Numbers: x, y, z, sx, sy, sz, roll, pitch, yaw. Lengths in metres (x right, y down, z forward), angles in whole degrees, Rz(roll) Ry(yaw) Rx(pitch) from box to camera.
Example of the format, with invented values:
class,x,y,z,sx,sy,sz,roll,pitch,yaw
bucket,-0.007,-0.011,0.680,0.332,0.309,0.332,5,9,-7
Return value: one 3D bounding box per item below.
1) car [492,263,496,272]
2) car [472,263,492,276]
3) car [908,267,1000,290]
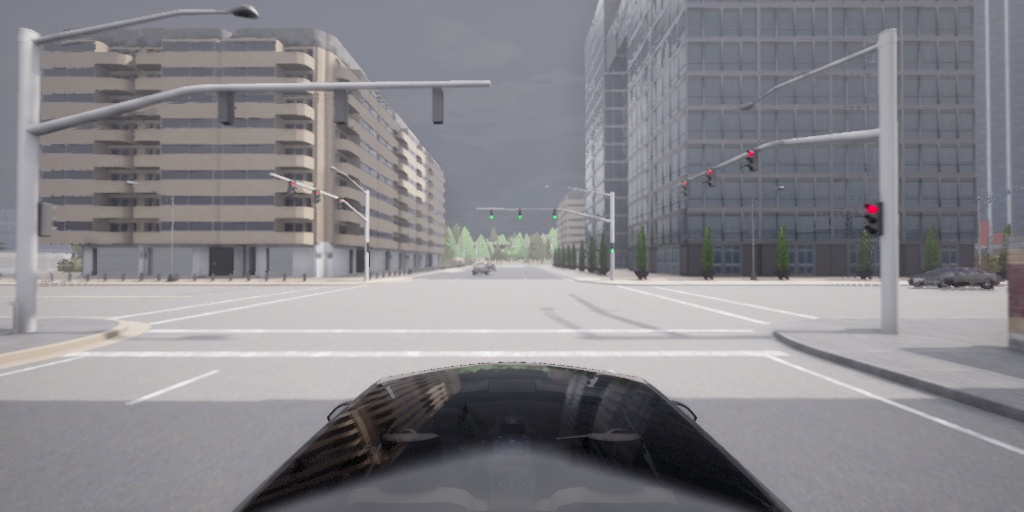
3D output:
class,x,y,z,sx,sy,sz,roll,pitch,yaw
car,-3.663,1.887,60.255,2.033,1.411,5.357,0,0,2
car,-3.879,1.709,44.704,1.812,1.442,4.674,0,-1,1
car,30.567,1.532,24.908,4.902,1.511,2.128,0,-1,0
